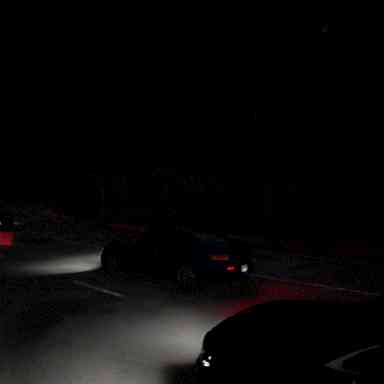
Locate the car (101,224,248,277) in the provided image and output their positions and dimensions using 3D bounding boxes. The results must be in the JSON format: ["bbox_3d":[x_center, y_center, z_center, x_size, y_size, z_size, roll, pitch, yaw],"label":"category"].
[{"bbox_3d":[-0.557,1.605,9.145,4.674,1.442,1.812,-1,0,40],"label":"car"}]

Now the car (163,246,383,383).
[{"bbox_3d":[2.275,1.509,2.481,4.892,1.490,1.837,-1,0,36],"label":"car"}]

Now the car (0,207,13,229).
[{"bbox_3d":[-13.833,1.791,23.299,1.837,1.490,4.892,-1,0,-37],"label":"car"}]
